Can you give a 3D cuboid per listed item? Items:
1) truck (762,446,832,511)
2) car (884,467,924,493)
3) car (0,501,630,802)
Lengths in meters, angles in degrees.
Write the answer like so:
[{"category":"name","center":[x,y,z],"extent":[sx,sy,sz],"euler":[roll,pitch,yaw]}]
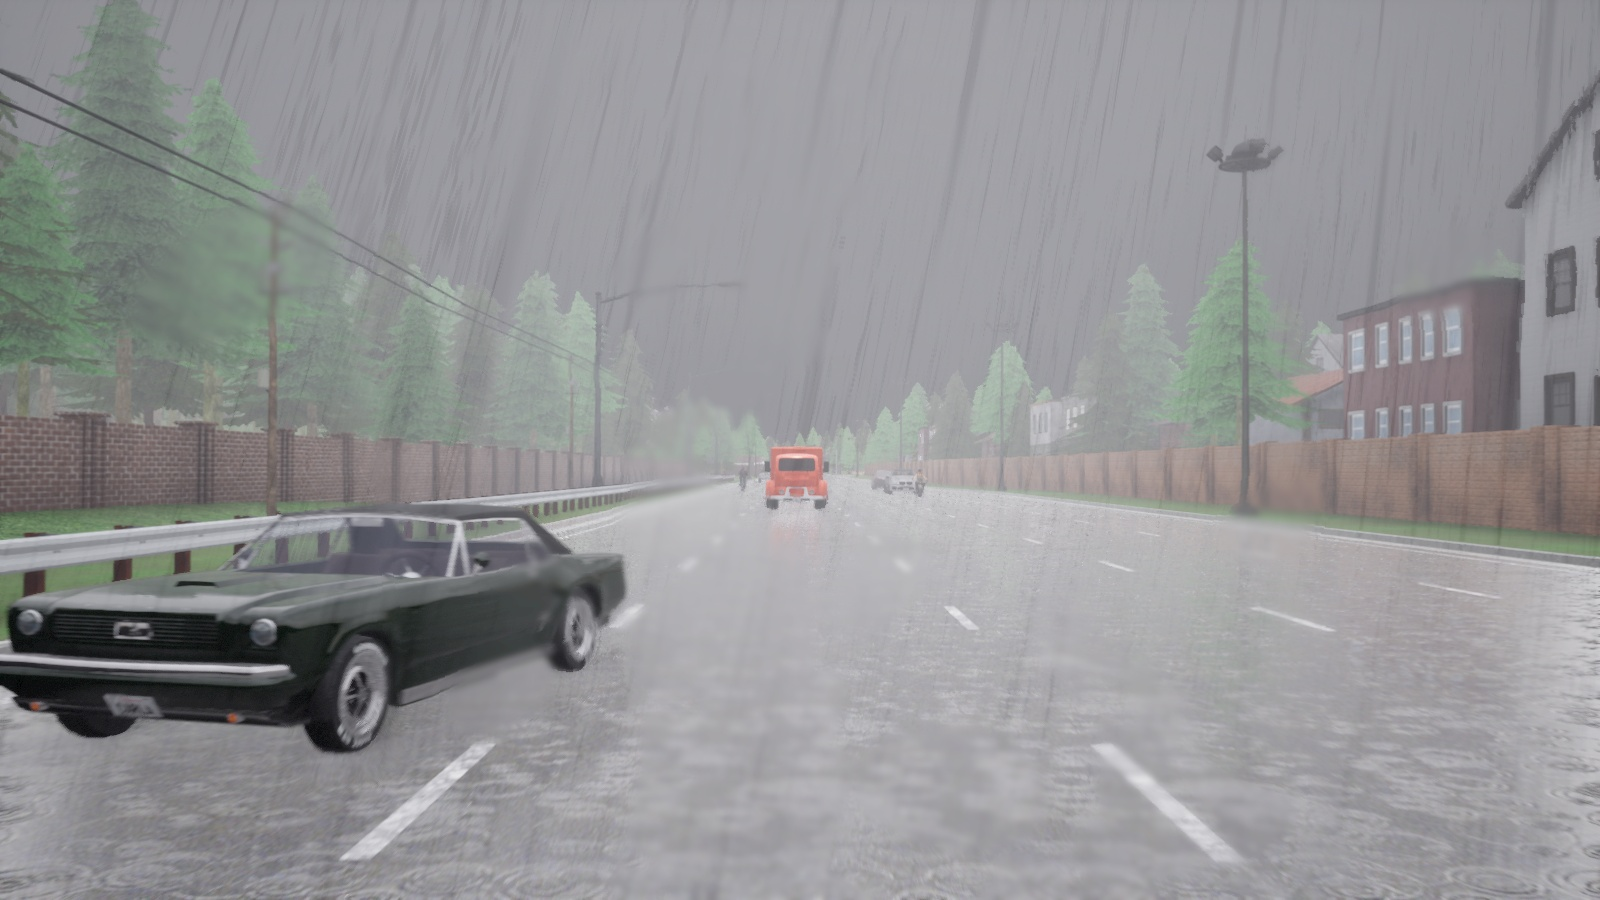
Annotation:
[{"category":"truck","center":[-0.125,1.129,50.437],"extent":[2.627,2.467,5.204],"euler":[0,-1,0]},{"category":"car","center":[6.800,1.943,82.524],"extent":[2.242,1.667,4.611],"euler":[0,-1,0]},{"category":"car","center":[-2.919,1.060,8.487],"extent":[1.895,1.301,4.718],"euler":[0,-1,14]}]
